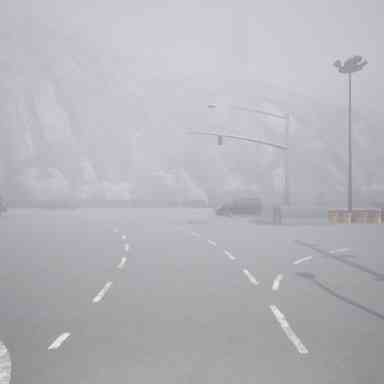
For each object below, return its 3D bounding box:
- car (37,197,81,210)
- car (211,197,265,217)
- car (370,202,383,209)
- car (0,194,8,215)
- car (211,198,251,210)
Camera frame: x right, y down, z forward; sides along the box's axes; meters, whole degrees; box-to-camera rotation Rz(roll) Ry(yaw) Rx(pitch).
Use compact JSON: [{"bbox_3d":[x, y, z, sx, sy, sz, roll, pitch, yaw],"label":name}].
[{"bbox_3d":[-15.697,1.400,39.447,4.902,1.511,2.128,0,0,-3],"label":"car"},{"bbox_3d":[4.320,1.289,29.973,4.553,1.767,2.097,0,0,-3],"label":"car"},{"bbox_3d":[24.969,1.518,41.571,4.718,1.301,1.895,0,0,-3],"label":"car"},{"bbox_3d":[-18.985,1.152,28.760,5.566,2.045,2.150,0,0,-3],"label":"car"},{"bbox_3d":[4.711,1.439,40.495,4.674,1.442,1.812,0,0,-3],"label":"car"}]
